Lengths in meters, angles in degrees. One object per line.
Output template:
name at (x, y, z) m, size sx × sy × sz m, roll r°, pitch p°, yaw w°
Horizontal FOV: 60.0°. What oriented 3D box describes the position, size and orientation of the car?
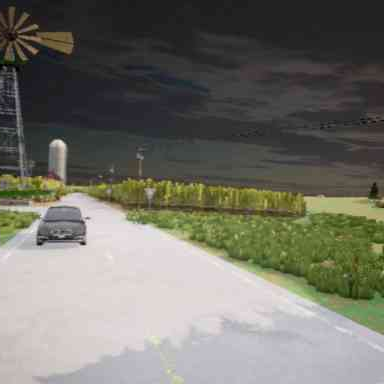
car at (-5.590, 1.385, 14.505) m, size 1.837 × 1.490 × 4.892 m, roll 2°, pitch -1°, yaw -20°
